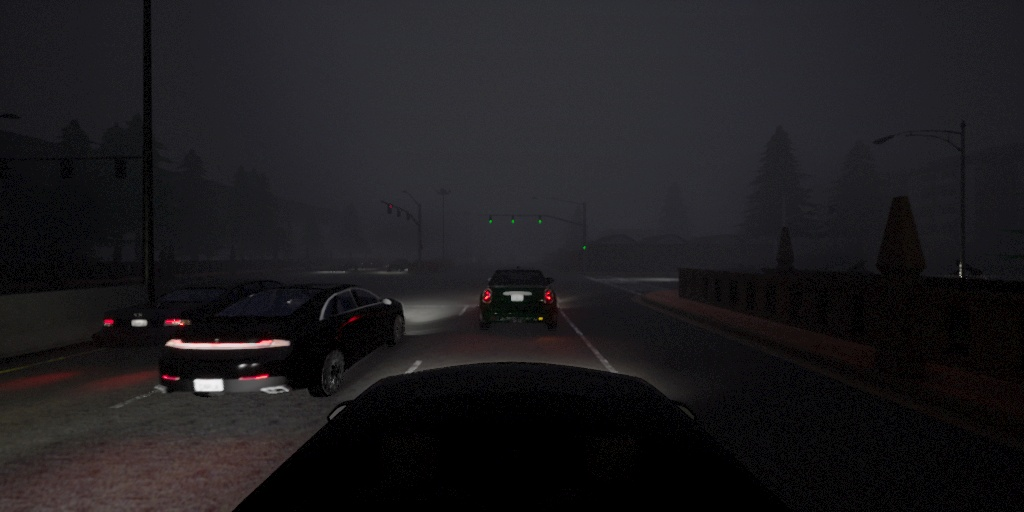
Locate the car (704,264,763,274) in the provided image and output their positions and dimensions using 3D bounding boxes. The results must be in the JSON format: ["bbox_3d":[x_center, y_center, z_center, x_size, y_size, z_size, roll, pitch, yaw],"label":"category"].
[{"bbox_3d":[18.041,1.278,29.119,4.718,1.301,1.895,0,0,2],"label":"car"}]

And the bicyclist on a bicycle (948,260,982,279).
[{"bbox_3d":[22.188,1.018,17.575,0.582,1.620,1.656,0,0,-35],"label":"bicyclist on a bicycle"}]

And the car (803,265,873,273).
[{"bbox_3d":[22.512,1.291,25.322,4.718,1.301,1.895,0,0,2],"label":"car"}]

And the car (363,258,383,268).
[{"bbox_3d":[-21.136,1.068,54.502,1.882,1.535,5.008,0,0,0],"label":"car"}]

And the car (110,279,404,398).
[{"bbox_3d":[-3.435,1.240,6.491,2.128,1.511,4.902,0,0,0],"label":"car"}]

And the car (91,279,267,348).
[{"bbox_3d":[-6.924,1.288,9.176,2.033,1.411,5.357,0,0,0],"label":"car"}]

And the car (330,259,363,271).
[{"bbox_3d":[-21.139,1.147,45.440,1.812,1.442,4.674,0,0,0],"label":"car"}]

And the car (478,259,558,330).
[{"bbox_3d":[0.250,1.090,11.282,2.097,1.767,4.553,0,0,3],"label":"car"}]

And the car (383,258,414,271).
[{"bbox_3d":[-14.140,1.099,45.270,1.882,1.535,5.008,0,0,0],"label":"car"}]

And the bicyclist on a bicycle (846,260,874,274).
[{"bbox_3d":[17.853,1.014,18.422,0.582,1.620,1.656,0,1,-14],"label":"bicyclist on a bicycle"}]
